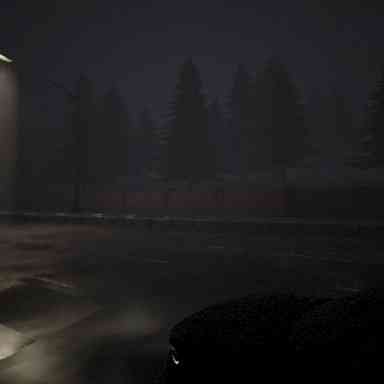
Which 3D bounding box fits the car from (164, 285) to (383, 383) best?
[{"bbox_3d":[2.029,1.474,2.545,5.008,1.535,1.882,-1,0,36],"label":"car"}]
